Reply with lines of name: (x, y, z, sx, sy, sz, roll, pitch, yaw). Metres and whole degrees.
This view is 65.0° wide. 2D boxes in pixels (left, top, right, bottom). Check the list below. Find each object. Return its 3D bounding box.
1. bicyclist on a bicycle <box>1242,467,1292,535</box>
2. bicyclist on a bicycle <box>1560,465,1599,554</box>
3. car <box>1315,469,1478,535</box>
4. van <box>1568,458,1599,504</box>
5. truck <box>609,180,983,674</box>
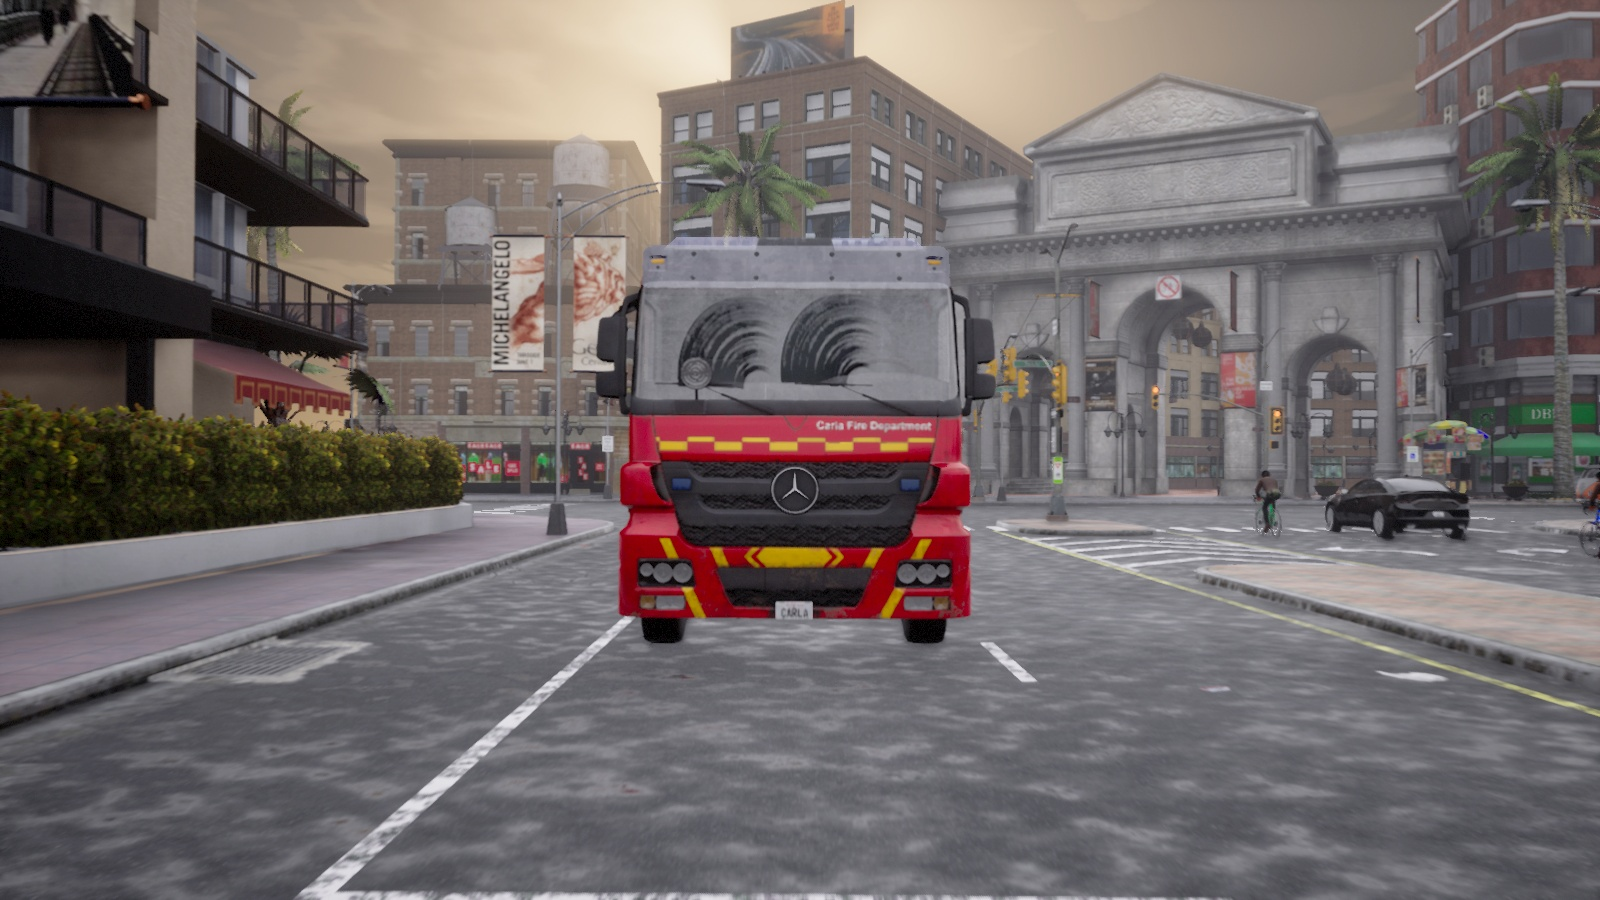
bicyclist on a bicycle: (11.395, 1.233, 30.695, 0.582, 1.620, 1.656, 0, -1, 0)
bicyclist on a bicycle: (14.925, 1.096, 23.308, 0.582, 1.620, 1.656, 0, -1, 0)
car: (14.968, 1.263, 31.859, 1.882, 1.535, 5.008, 0, -1, 2)
van: (36.632, 1.344, 55.388, 4.442, 1.987, 1.775, 0, -1, 0)
truck: (-0.050, -0.117, 13.991, 2.891, 3.827, 8.468, 0, -1, 0)
